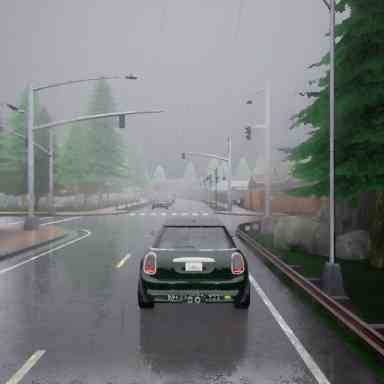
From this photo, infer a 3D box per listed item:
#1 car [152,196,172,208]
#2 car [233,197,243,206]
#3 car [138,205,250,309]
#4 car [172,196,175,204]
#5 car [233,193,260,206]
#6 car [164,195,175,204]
[{"bbox_3d":[-4.115,1.534,43.746,1.994,1.385,4.181,0,0,-1],"label":"car"},{"bbox_3d":[8.776,1.144,48.785,4.605,1.855,1.932,0,0,-1],"label":"car"},{"bbox_3d":[0.051,1.352,8.046,2.097,1.767,4.553,0,0,0],"label":"car"},{"bbox_3d":[-4.204,1.571,53.601,1.895,1.301,4.718,0,0,0],"label":"car"},{"bbox_3d":[8.358,1.146,51.295,3.866,1.878,1.905,0,0,-1],"label":"car"},{"bbox_3d":[-4.290,1.448,63.780,1.882,1.535,5.008,0,0,0],"label":"car"}]
